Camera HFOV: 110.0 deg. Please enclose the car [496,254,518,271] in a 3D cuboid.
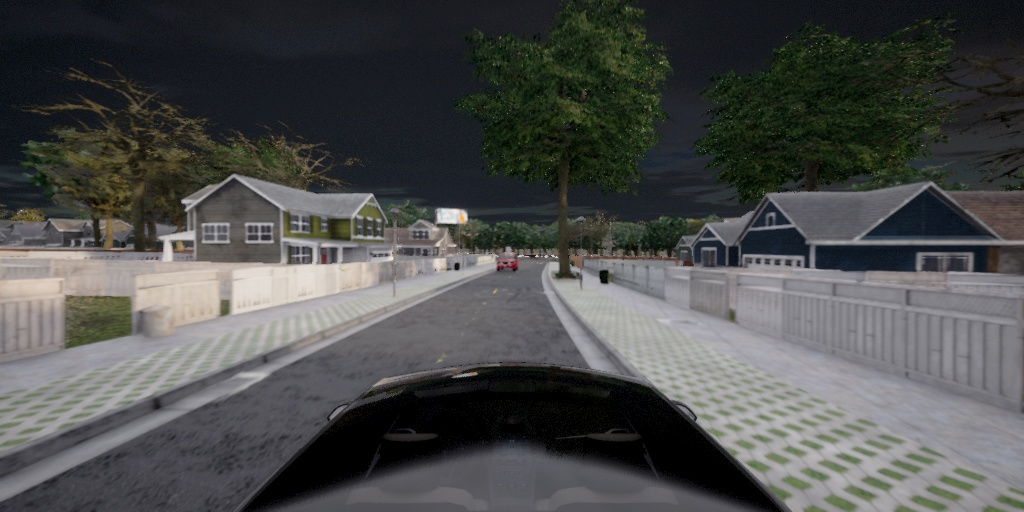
[{"bbox_3d":[-0.473,0.725,43.050,2.150,2.045,5.566,0,1,6],"label":"car"}]
